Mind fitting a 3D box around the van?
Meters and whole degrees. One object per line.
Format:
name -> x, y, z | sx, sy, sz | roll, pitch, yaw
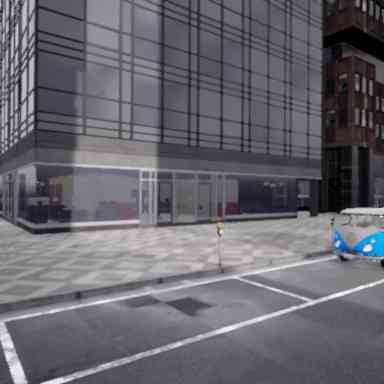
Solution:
van -> 6.421, 1.419, 11.209 | 3.998, 1.788, 1.690 | 0, 0, -35
